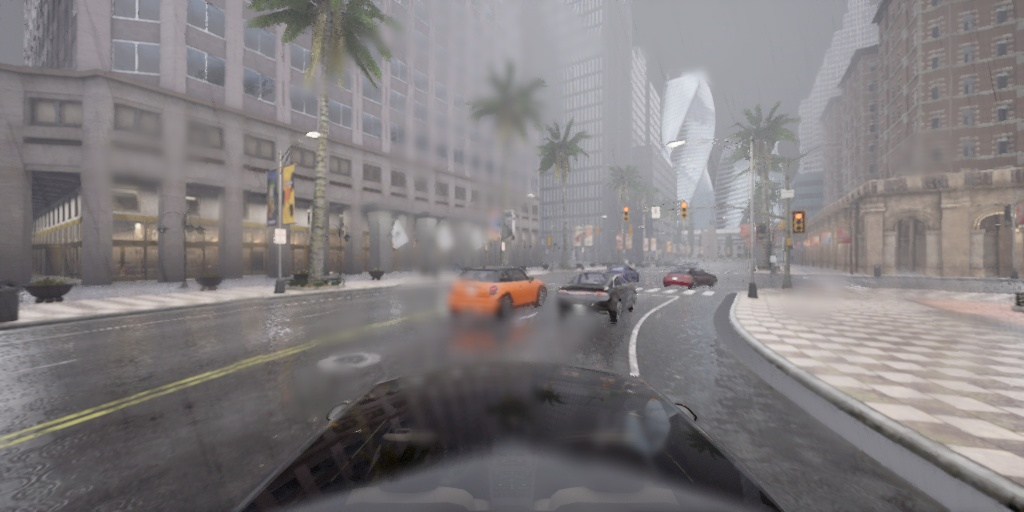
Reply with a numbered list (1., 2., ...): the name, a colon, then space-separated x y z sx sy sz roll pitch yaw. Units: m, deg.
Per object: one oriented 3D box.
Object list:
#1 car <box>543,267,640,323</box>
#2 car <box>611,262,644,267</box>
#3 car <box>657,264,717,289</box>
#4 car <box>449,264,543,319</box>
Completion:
1. car: 3.095 1.298 12.500 2.128 1.511 4.902 0 0 28
2. car: 8.341 1.411 27.356 1.812 1.442 4.674 0 0 34
3. car: 12.150 1.433 24.372 4.181 1.385 1.994 0 -1 -37
4. car: -0.322 1.164 13.418 2.097 1.767 4.553 0 0 27
